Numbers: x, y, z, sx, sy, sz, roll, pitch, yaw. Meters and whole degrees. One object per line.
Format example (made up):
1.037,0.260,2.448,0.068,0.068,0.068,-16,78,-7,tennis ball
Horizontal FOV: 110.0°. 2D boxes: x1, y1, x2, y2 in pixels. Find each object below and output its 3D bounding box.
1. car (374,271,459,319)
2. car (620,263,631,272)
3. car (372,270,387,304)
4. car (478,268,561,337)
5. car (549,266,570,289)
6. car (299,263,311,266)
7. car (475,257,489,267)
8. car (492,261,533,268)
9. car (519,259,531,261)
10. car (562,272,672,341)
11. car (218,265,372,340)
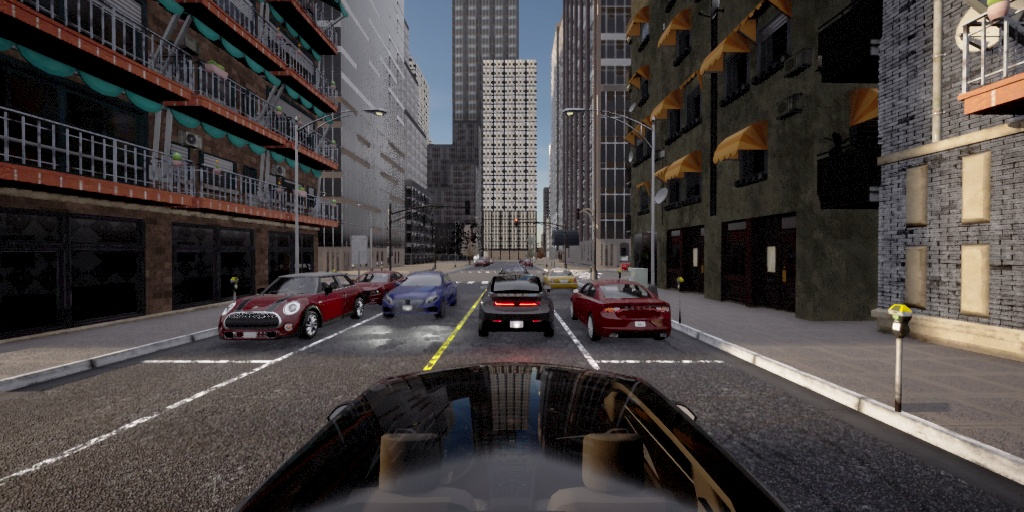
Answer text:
-3.066,1.274,12.883,1.812,1.442,4.674,0,0,0,car
14.299,1.005,39.926,4.507,1.381,1.888,0,0,0,car
-5.679,1.293,15.294,1.888,1.381,4.507,0,0,0,car
0.108,1.253,10.299,1.837,1.490,4.892,0,0,0,car
2.707,1.273,20.965,1.751,1.417,4.829,0,0,0,car
-23.799,1.495,39.642,4.097,1.591,1.967,0,0,0,car
-5.631,1.292,64.330,1.888,1.381,4.507,0,0,0,car
0.116,1.239,20.433,2.128,1.511,4.902,0,0,0,car
2.749,1.186,64.321,1.967,1.591,4.097,0,0,0,car
2.697,1.294,9.748,1.888,1.381,4.507,0,0,0,car
-5.684,1.189,9.770,1.967,1.591,4.097,0,0,0,car
